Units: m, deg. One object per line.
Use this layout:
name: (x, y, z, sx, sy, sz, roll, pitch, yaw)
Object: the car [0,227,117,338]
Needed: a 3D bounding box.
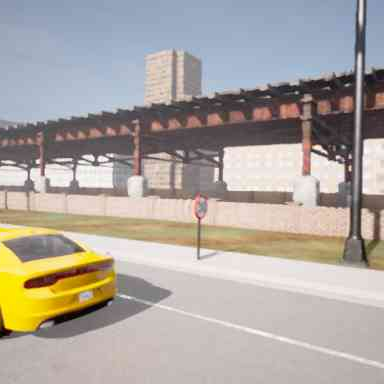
car: (-3.662, 1.447, 6.609, 5.008, 1.535, 1.882, 0, 0, 36)
